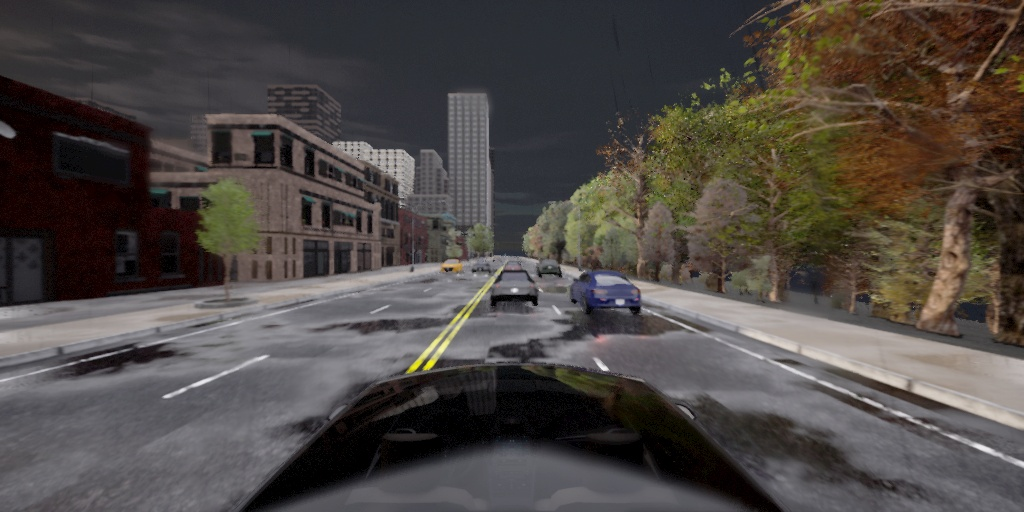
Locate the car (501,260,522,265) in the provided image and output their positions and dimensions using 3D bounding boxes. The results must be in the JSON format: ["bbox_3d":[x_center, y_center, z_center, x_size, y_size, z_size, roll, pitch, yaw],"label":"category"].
[{"bbox_3d":[0.107,1.227,37.330,1.994,1.385,4.181,0,0,0],"label":"car"}]

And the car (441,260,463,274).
[{"bbox_3d":[-6.563,1.135,39.511,1.882,1.535,5.008,0,0,0],"label":"car"}]

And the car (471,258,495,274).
[{"bbox_3d":[-3.314,1.221,39.588,1.994,1.385,4.181,0,0,0],"label":"car"}]

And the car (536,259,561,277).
[{"bbox_3d":[3.351,1.022,33.733,2.097,1.767,4.553,0,0,0],"label":"car"}]

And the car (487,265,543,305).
[{"bbox_3d":[0.104,1.281,15.845,1.994,1.385,4.181,0,0,0],"label":"car"}]

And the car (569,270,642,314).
[{"bbox_3d":[3.351,1.247,13.414,1.812,1.442,4.674,0,0,0],"label":"car"}]
